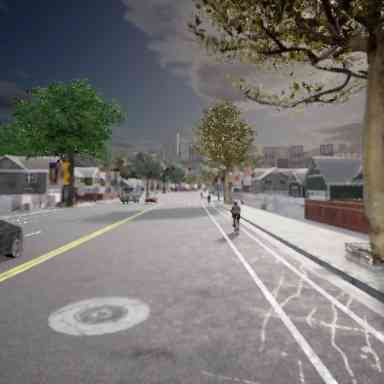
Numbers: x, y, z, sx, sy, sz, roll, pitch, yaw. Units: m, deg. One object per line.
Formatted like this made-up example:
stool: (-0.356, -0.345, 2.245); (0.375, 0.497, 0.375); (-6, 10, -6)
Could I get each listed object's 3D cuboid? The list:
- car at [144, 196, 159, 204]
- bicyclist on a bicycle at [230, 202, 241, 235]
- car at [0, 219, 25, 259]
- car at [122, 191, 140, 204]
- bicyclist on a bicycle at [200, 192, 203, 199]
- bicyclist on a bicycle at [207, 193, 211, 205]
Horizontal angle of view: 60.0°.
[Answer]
car: (-6.510, 1.231, 53.541); (1.895, 1.301, 4.718); (0, 0, 0)
bicyclist on a bicycle: (2.248, 1.335, 16.960); (0.582, 1.620, 1.656); (0, 0, 0)
car: (-6.602, 1.459, 9.571); (1.812, 1.442, 4.674); (0, 1, 0)
car: (-9.759, 0.840, 53.537); (2.150, 2.045, 5.566); (0, 0, 0)
bicyclist on a bicycle: (2.236, 0.806, 77.688); (0.659, 1.776, 1.843); (0, 1, 0)
bicyclist on a bicycle: (2.243, 1.065, 43.702); (0.659, 1.776, 1.843); (0, 0, 0)
